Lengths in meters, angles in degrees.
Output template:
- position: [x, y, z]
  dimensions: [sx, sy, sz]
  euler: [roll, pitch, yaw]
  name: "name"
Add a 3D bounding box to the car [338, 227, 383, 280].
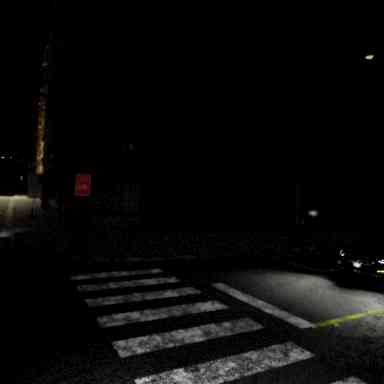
- position: [6.514, 1.763, 9.974]
  dimensions: [4.892, 1.490, 1.837]
  euler: [2, -1, -28]
  name: "car"
